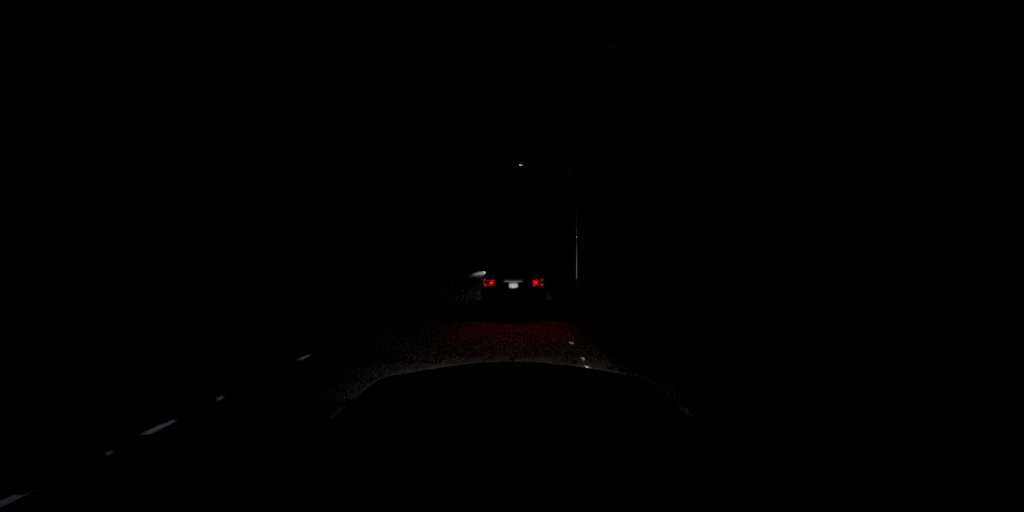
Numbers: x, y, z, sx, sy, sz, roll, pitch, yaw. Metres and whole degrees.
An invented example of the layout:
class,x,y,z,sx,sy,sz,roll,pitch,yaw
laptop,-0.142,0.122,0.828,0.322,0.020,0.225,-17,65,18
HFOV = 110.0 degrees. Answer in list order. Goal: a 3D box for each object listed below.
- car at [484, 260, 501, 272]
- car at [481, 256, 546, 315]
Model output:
class,x,y,z,sx,sy,sz,roll,pitch,yaw
car,-2.793,1.366,51.264,2.128,1.511,4.902,0,0,0
car,0.069,1.008,13.850,2.150,2.045,5.566,0,0,0
